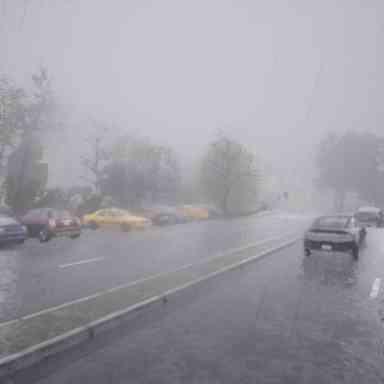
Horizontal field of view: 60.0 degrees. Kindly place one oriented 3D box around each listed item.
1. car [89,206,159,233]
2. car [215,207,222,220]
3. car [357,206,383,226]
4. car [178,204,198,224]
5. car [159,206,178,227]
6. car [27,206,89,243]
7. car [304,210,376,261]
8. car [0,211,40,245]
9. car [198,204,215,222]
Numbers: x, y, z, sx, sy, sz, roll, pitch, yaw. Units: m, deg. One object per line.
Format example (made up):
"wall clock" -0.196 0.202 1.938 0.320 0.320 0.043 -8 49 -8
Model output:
"car" -5.123 1.822 22.662 5.366 1.575 1.946 0 -1 32
"car" 0.559 1.924 32.104 4.892 1.521 2.231 0 -1 32
"car" 14.183 1.826 26.644 1.812 1.442 4.674 0 0 33
"car" -2.368 1.880 27.438 4.892 1.521 2.231 0 -1 32
"car" -3.843 1.886 25.116 4.792 1.488 2.163 0 -1 32
"car" -8.167 1.635 18.077 4.553 1.767 2.185 0 -1 32
"car" 5.898 1.698 13.395 2.128 1.511 4.902 0 -1 32
"car" -9.653 1.758 15.747 4.674 1.452 2.002 0 -1 32
"car" -0.900 1.902 29.767 5.008 1.535 2.097 0 -1 32
